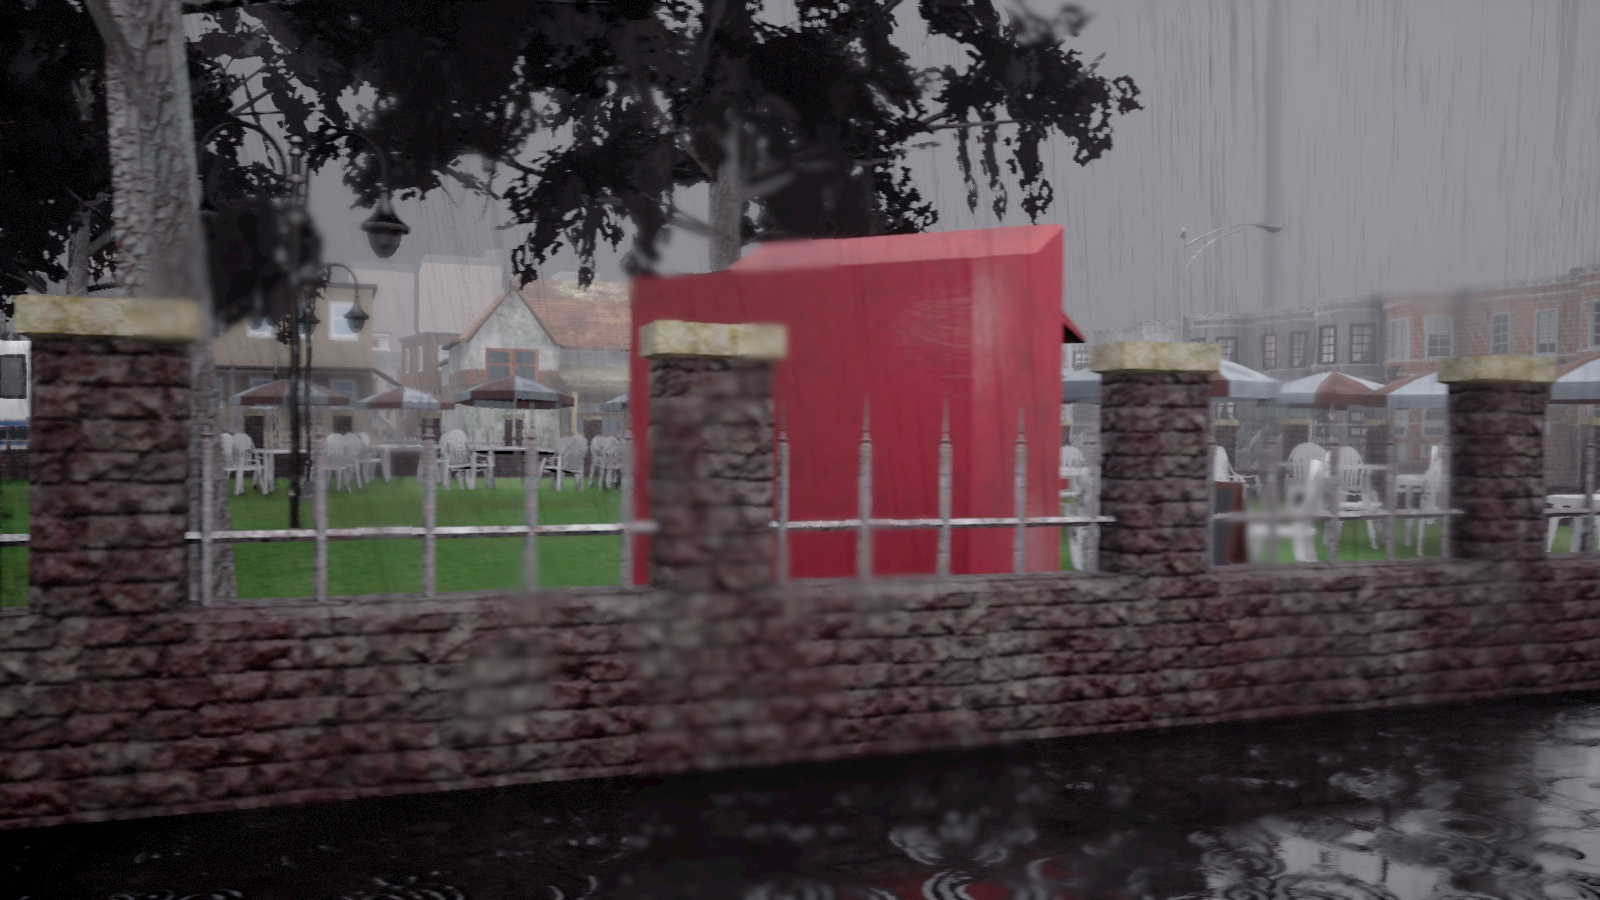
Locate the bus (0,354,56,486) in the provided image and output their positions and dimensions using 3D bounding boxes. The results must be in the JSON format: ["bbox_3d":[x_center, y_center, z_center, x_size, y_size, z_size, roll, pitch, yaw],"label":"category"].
[{"bbox_3d":[-30.419,-0.911,40.629,10.273,4.253,3.944,-1,1,-20],"label":"bus"}]
